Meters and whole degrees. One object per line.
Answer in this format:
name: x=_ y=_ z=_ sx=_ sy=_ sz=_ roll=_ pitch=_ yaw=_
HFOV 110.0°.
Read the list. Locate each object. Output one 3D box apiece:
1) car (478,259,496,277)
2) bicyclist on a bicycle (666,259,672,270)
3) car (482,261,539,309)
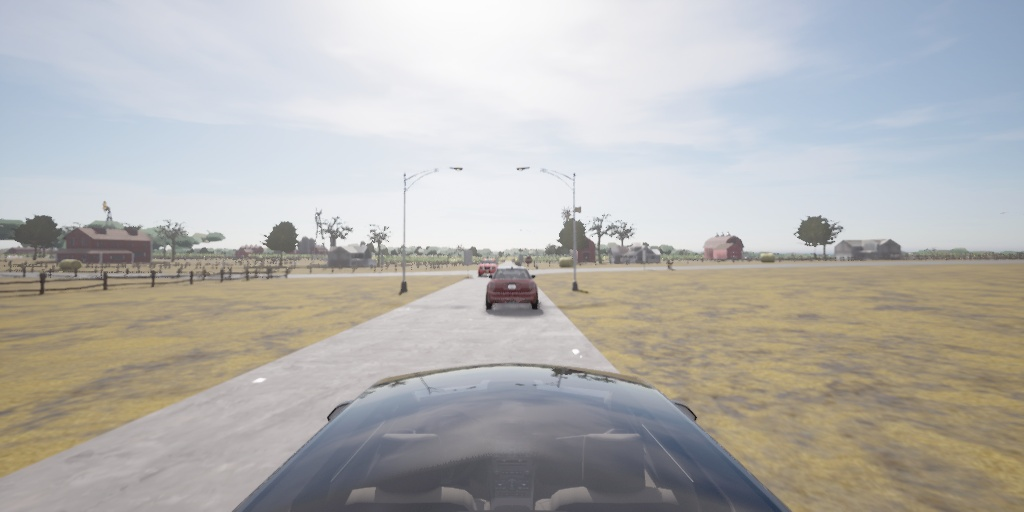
car: x=-2.770 y=1.365 z=42.611 sx=2.150 sy=2.045 sz=5.566 roll=0 pitch=-1 yaw=0
bicyclist on a bicycle: x=22.823 y=1.260 z=52.105 sx=0.582 sy=1.620 sz=1.656 roll=-1 pitch=-1 yaw=0
car: x=-0.002 y=1.234 z=15.908 sx=2.097 sy=1.767 sz=4.553 roll=0 pitch=-1 yaw=0
